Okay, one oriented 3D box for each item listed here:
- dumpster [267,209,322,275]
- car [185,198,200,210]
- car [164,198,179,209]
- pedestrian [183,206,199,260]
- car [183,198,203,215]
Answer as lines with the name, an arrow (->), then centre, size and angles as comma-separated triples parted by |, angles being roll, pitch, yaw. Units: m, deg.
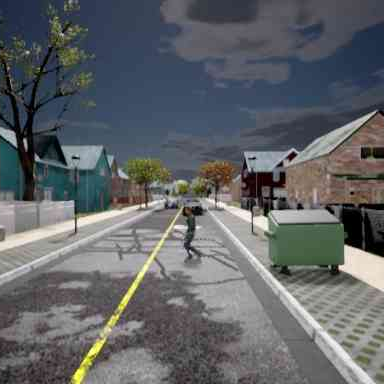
dumpster -> 2.993, 1.389, 9.960 | 1.020, 1.700, 1.940 | -1, -1, 0
car -> 0.086, 1.527, 45.350 | 1.837, 1.490, 4.892 | 0, 0, 0
car -> -2.836, 1.515, 45.711 | 2.128, 1.511, 4.902 | 0, 0, 0
pedestrian -> -0.059, 1.287, 10.876 | 0.375, 1.860, 0.375 | 1, -1, -2
car -> 0.091, 1.564, 33.437 | 1.994, 1.385, 4.181 | 0, 0, 0
